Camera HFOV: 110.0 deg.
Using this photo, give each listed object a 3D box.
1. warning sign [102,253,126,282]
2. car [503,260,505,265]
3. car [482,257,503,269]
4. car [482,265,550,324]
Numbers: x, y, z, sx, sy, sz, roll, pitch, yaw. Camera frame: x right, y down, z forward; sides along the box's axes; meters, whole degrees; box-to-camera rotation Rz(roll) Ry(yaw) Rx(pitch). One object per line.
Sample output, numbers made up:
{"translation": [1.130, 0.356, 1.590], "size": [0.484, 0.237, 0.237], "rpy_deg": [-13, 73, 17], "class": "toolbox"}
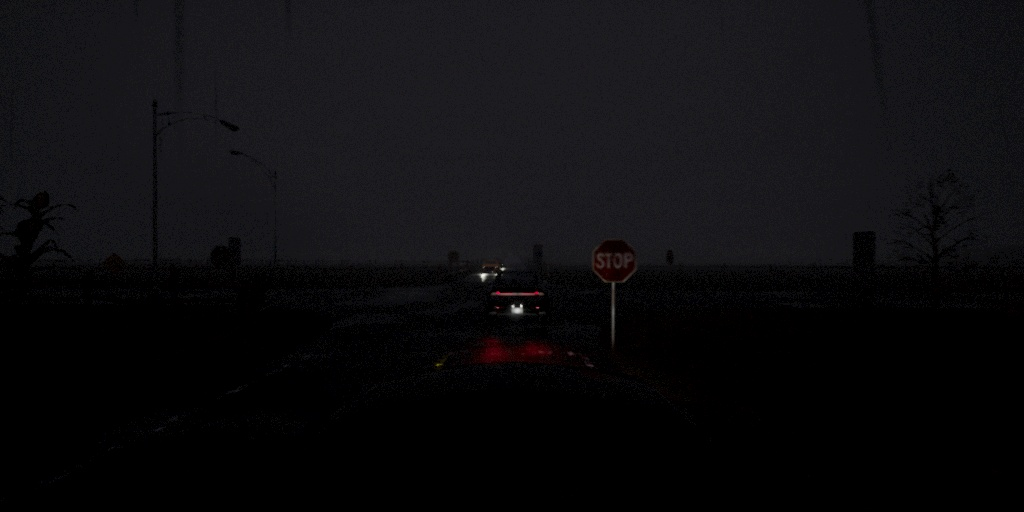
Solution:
{"translation": [-23.971, 0.751, 21.578], "size": [1.060, 1.860, 1.300], "rpy_deg": [0, 0, 0], "class": "warning sign"}
{"translation": [-2.248, 0.991, 58.182], "size": [2.097, 1.767, 4.553], "rpy_deg": [0, 0, 1], "class": "car"}
{"translation": [-2.439, 1.167, 41.898], "size": [1.882, 1.535, 5.008], "rpy_deg": [0, 0, 1], "class": "car"}
{"translation": [0.181, 1.239, 11.970], "size": [2.128, 1.511, 4.902], "rpy_deg": [0, 0, 1], "class": "car"}
